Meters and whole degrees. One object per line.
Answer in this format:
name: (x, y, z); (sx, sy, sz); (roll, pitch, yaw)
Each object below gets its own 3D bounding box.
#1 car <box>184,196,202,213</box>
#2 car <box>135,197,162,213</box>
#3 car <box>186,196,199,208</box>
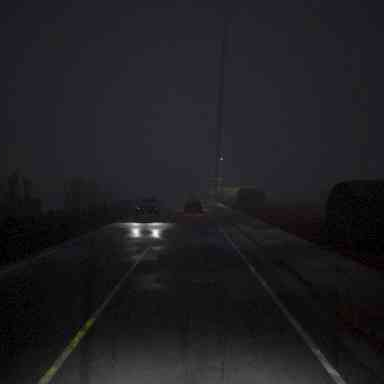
car: (0.109, 1.422, 35.547); (1.882, 1.535, 5.008); (0, 0, 0)
car: (-3.492, 1.174, 27.470); (1.837, 1.490, 4.892); (0, 0, 0)
car: (0.106, 1.429, 48.992); (1.837, 1.490, 4.892); (0, 1, 0)
